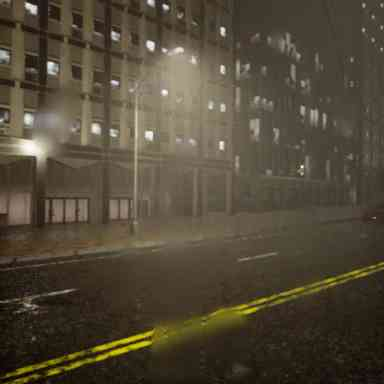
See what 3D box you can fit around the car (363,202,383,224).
[{"bbox_3d":[13.696,1.398,23.208,5.008,1.535,1.882,0,0,-41],"label":"car"}]
